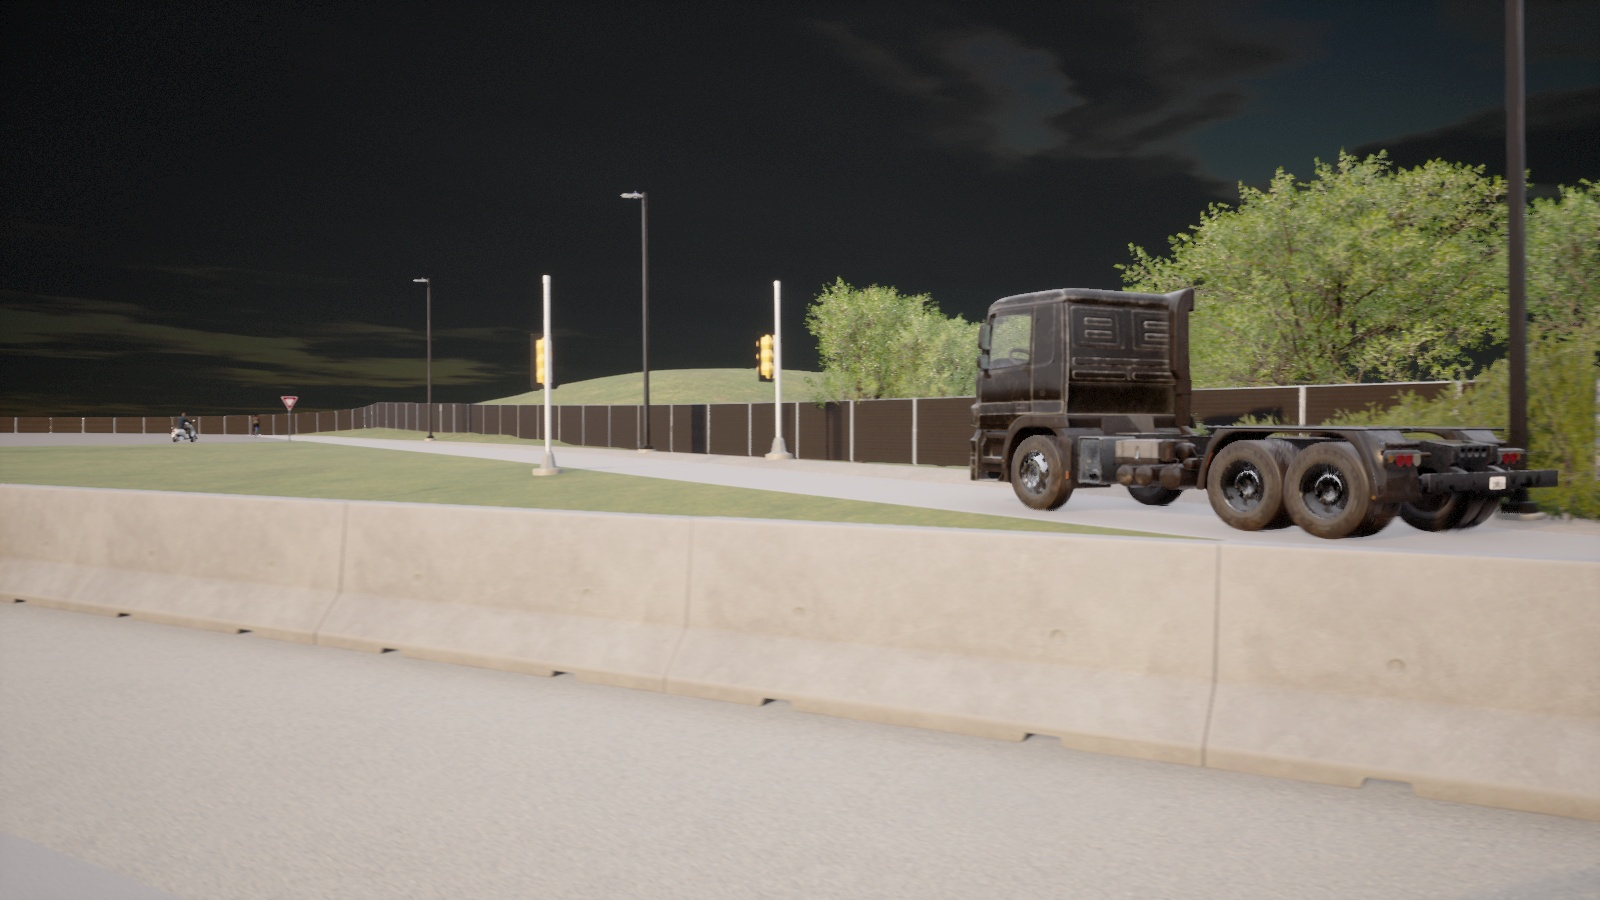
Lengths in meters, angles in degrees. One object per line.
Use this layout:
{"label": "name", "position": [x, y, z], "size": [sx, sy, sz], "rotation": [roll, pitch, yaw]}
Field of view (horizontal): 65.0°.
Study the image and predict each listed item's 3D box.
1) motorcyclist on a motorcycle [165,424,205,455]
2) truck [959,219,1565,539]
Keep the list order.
{"label": "motorcyclist on a motorcycle", "position": [-32.537, -0.582, 66.449], "size": [0.866, 1.590, 1.817], "rotation": [-1, 1, 13]}
{"label": "truck", "position": [5.886, -0.864, 17.723], "size": [2.891, 3.462, 7.936], "rotation": [-2, 2, -31]}
